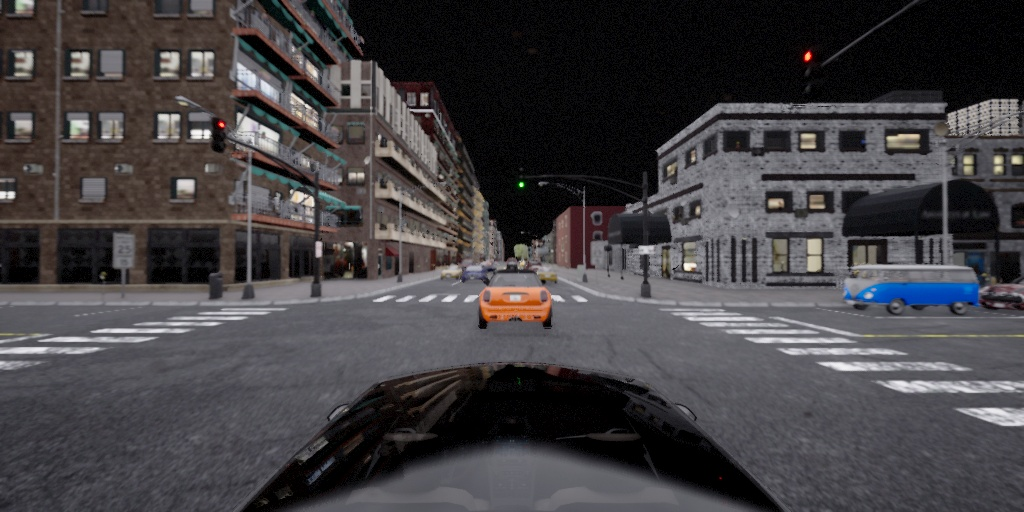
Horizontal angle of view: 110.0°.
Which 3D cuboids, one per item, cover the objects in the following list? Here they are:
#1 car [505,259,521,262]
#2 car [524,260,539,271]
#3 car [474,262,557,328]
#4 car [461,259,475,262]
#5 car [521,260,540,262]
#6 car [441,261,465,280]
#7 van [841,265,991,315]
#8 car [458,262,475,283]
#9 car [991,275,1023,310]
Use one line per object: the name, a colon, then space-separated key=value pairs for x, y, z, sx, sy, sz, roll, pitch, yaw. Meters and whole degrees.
car: x=-0.007 y=1.597 z=55.875 sx=1.882 sy=1.535 sz=5.008 roll=0 pitch=0 yaw=0
car: x=3.106 y=1.484 z=57.842 sx=2.097 sy=1.767 sz=4.553 roll=0 pitch=0 yaw=0
car: x=0.096 y=1.189 z=11.926 sx=2.097 sy=1.767 sz=4.553 roll=0 pitch=-1 yaw=0
car: x=-5.695 y=1.366 z=45.681 sx=2.192 sy=1.841 sz=5.009 roll=0 pitch=0 yaw=0
car: x=2.686 y=1.359 z=45.682 sx=2.192 sy=1.841 sz=5.009 roll=0 pitch=0 yaw=0
car: x=-5.694 y=1.501 z=34.432 sx=1.751 sy=1.417 sz=4.829 roll=0 pitch=0 yaw=0
van: x=14.896 y=1.229 z=13.545 sx=3.998 sy=1.789 sz=1.690 roll=0 pitch=0 yaw=0
car: x=-3.101 y=1.471 z=30.286 sx=1.812 sy=1.442 sz=4.674 roll=0 pitch=0 yaw=0
car: x=20.419 y=1.342 z=13.559 sx=4.097 sy=1.591 sz=1.967 roll=0 pitch=0 yaw=0
